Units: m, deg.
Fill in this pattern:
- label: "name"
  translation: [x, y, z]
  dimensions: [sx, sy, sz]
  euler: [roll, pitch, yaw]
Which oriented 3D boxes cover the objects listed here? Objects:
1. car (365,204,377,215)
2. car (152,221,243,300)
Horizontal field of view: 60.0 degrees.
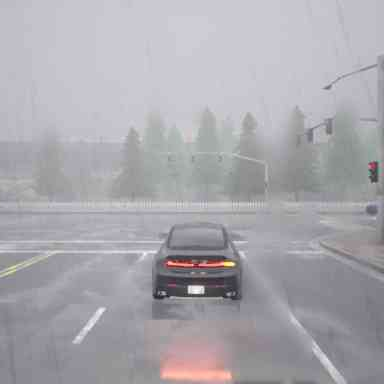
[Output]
- label: "car"
  translation: [18.733, 1.412, 30.750]
  dimensions: [5.008, 1.535, 1.882]
  euler: [0, 0, 1]
- label: "car"
  translation: [0.171, 1.502, 8.374]
  dimensions: [1.837, 1.490, 4.892]
  euler: [0, 0, 2]
